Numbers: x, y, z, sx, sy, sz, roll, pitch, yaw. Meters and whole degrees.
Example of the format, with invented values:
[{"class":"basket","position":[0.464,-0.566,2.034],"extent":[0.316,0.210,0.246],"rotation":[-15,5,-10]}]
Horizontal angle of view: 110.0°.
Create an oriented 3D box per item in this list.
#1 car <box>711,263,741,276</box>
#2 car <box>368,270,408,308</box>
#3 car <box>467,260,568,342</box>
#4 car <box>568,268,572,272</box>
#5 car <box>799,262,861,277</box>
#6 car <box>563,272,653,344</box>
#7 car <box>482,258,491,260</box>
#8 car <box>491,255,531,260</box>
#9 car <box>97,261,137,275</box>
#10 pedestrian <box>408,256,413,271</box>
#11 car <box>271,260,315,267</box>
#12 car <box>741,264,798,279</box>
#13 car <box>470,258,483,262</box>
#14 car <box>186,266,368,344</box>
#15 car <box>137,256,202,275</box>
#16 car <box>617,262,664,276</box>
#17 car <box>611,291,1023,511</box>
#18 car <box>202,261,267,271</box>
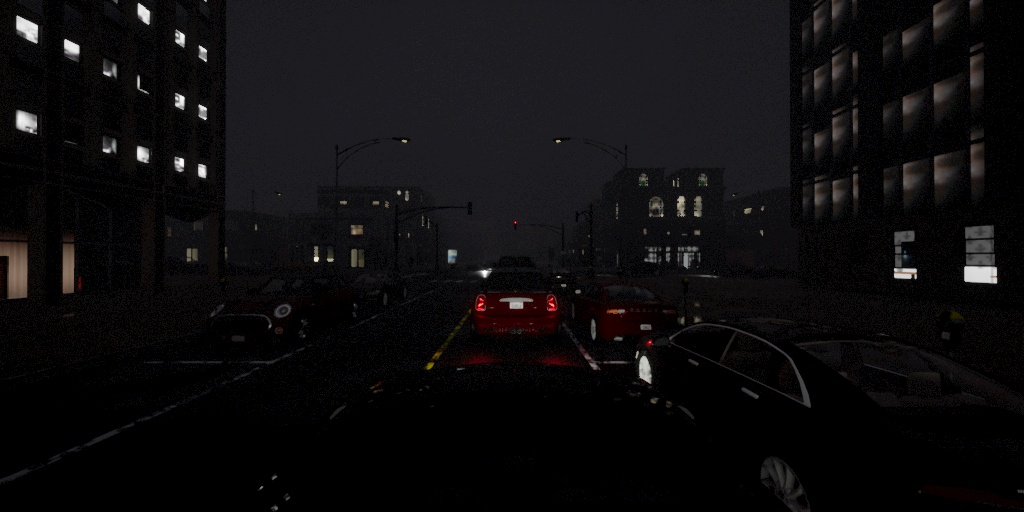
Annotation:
[{"class":"car","position":[23.618,1.445,38.256],"extent":[4.181,1.385,1.994],"rotation":[0,0,2]},{"class":"car","position":[-5.696,1.301,15.135],"extent":[2.007,1.370,4.403],"rotation":[0,0,0]},{"class":"car","position":[0.096,1.102,9.974],"extent":[2.097,1.767,4.553],"rotation":[0,0,0]},{"class":"car","position":[2.683,1.301,20.813],"extent":[2.007,1.370,4.403],"rotation":[0,0,0]},{"class":"car","position":[33.714,1.436,38.103],"extent":[4.892,1.490,1.837],"rotation":[0,0,1]},{"class":"car","position":[2.687,1.295,9.429],"extent":[1.888,1.381,4.507],"rotation":[0,0,0]},{"class":"car","position":[-3.092,1.354,52.070],"extent":[1.895,1.301,4.718],"rotation":[0,0,-1]},{"class":"car","position":[0.113,0.972,20.128],"extent":[2.150,2.045,5.566],"rotation":[0,0,-1]},{"class":"car","position":[-36.500,1.129,33.372],"extent":[4.403,1.370,2.007],"rotation":[0,0,1]},{"class":"pedestrian","position":[-12.568,0.882,44.345],"extent":[0.375,1.860,0.375],"rotation":[0,-1,1]},{"class":"car","position":[-25.469,1.195,41.588],"extent":[4.829,1.417,1.751],"rotation":[0,0,1]},{"class":"car","position":[23.631,1.432,32.434],"extent":[4.207,1.307,1.802],"rotation":[0,0,1]},{"class":"car","position":[-5.709,1.336,53.213],"extent":[1.802,1.307,4.207],"rotation":[0,0,0]},{"class":"car","position":[-5.693,1.190,9.443],"extent":[1.967,1.591,4.097],"rotation":[0,0,0]},{"class":"car","position":[-30.964,0.916,33.289],"extent":[5.009,1.841,2.192],"rotation":[0,0,1]},{"class":"car","position":[13.772,1.337,38.403],"extent":[4.892,1.490,1.837],"rotation":[0,0,1]},{"class":"car","position":[2.689,1.301,3.737],"extent":[2.007,1.370,4.403],"rotation":[0,0,0]},{"class":"car","position":[-25.427,1.175,33.206],"extent":[4.403,1.370,2.007],"rotation":[0,0,1]}]
